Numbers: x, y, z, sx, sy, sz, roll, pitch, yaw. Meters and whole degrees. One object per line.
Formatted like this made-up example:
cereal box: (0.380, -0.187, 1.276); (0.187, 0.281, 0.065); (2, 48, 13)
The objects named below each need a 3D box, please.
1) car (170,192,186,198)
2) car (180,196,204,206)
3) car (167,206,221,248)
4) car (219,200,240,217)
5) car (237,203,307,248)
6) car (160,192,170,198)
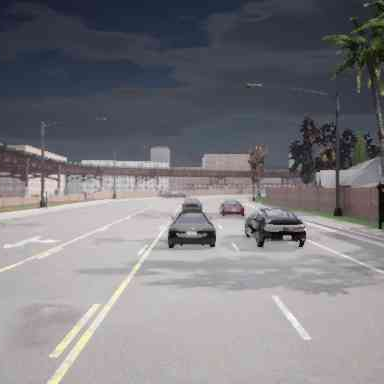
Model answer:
car: (-2.989, 0.826, 79.183); (1.994, 1.385, 4.181); (0, 1, 19)
car: (-0.003, 1.357, 29.645); (1.837, 1.490, 4.892); (0, 1, 0)
car: (-0.002, 1.537, 14.647); (1.994, 1.385, 4.181); (0, 0, 0)
car: (3.497, 1.409, 29.645); (1.994, 1.385, 4.181); (0, 1, 0)
car: (3.498, 1.455, 14.648); (2.128, 1.511, 4.902); (0, 0, 0)
car: (-6.169, 0.780, 80.650); (1.837, 1.490, 4.892); (0, 1, 19)
